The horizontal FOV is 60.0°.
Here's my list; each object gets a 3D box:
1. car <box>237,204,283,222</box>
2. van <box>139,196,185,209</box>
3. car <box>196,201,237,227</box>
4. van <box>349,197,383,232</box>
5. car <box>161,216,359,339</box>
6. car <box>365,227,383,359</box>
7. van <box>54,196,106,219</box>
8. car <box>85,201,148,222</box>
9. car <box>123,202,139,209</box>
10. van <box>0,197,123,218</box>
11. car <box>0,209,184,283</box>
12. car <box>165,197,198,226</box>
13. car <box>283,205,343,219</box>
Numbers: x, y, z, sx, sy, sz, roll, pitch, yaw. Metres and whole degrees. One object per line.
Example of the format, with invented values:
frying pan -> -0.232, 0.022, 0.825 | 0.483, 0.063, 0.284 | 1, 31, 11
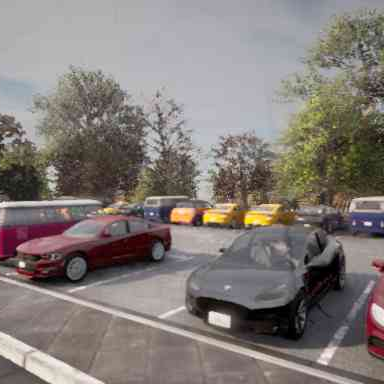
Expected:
car -> 5.053, 1.508, 20.716 | 2.097, 1.535, 5.008 | 0, 0, 36
van -> -1.640, 1.329, 25.647 | 1.878, 1.987, 4.442 | 0, 0, 36
car -> 2.696, 1.524, 22.399 | 2.097, 1.535, 5.008 | 0, 0, 36
van -> 9.631, 1.251, 17.596 | 1.878, 1.987, 4.442 | 0, 0, 36
car -> 1.800, 1.507, 6.934 | 2.163, 1.488, 4.792 | 0, 0, 36
car -> 4.079, 1.502, 5.346 | 2.002, 1.452, 4.674 | 0, 0, 36
van -> -10.753, 1.416, 32.157 | 1.878, 1.987, 4.442 | -1, 0, 36
car -> -6.321, 1.584, 28.619 | 1.946, 1.575, 5.366 | -1, 0, 36
car -> -3.966, 1.571, 27.156 | 2.231, 1.521, 4.892 | 0, 0, 36
van -> -4.892, 1.298, 11.895 | 1.878, 1.987, 4.442 | 0, 0, 36
car -> -2.696, 1.509, 10.190 | 2.097, 1.535, 5.008 | 0, 0, 36
car -> 0.528, 1.413, 23.916 | 2.185, 1.767, 4.553 | 0, 0, 36
car -> 7.306, 1.494, 19.105 | 2.231, 1.521, 4.892 | 0, 0, 36
